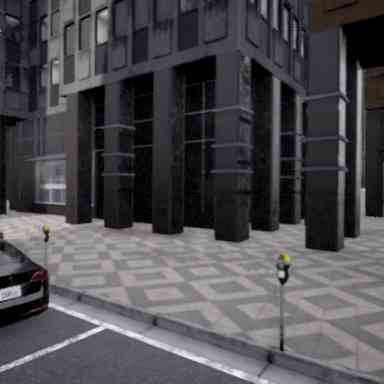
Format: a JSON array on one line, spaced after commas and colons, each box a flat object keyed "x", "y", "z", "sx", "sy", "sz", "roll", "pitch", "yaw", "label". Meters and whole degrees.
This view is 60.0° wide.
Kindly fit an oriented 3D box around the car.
[{"x": -4.344, "y": 1.485, "z": 6.045, "sx": 4.313, "sy": 1.339, "sz": 1.947, "roll": 1, "pitch": 0, "yaw": 35, "label": "car"}]
